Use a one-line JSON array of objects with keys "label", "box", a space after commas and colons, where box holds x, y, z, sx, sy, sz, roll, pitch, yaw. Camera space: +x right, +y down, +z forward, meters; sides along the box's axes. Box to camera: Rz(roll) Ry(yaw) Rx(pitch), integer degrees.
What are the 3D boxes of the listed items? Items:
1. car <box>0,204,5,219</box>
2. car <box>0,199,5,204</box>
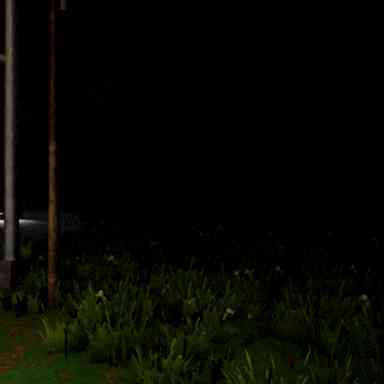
[{"label": "car", "box": [-12.508, 1.574, 18.700, 1.895, 1.301, 4.718, 0, 0, -13]}, {"label": "car", "box": [-16.100, 1.537, 28.019, 1.994, 1.385, 4.181, 0, 0, -33]}]
